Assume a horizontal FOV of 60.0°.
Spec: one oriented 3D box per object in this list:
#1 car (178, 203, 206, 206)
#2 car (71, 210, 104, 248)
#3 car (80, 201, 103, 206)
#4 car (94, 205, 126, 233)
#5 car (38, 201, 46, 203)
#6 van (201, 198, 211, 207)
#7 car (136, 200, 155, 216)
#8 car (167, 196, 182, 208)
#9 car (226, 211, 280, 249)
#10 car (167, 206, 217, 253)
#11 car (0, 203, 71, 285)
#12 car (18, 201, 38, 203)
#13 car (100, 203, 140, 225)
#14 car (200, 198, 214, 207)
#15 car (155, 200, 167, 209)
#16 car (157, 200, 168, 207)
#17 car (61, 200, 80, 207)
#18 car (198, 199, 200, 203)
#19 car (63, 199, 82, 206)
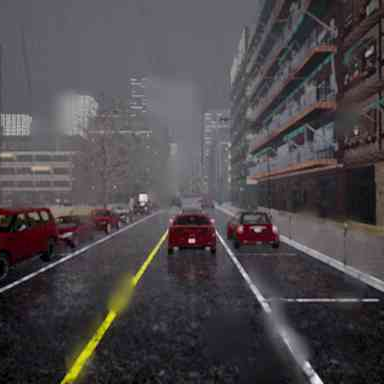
[{"bbox_3d":[-0.001,1.891,29.099,1.895,1.301,4.718,0,-1,0],"label":"car"},{"bbox_3d":[-5.698,1.735,15.443,1.802,1.307,4.206,0,-1,0],"label":"car"},{"bbox_3d":[-22.413,2.671,75.937,4.403,1.369,2.008,-1,1,0],"label":"car"},{"bbox_3d":[-5.699,1.754,20.970,1.887,1.381,4.507,0,-1,0],"label":"car"},{"bbox_3d":[-39.184,2.971,84.400,4.206,1.307,1.802,-1,1,0],"label":"car"},{"bbox_3d":[2.674,2.009,65.191,1.690,1.788,3.998,0,-1,0],"label":"van"},{"bbox_3d":[-5.702,1.817,37.553,1.967,1.590,4.097,0,-1,0],"label":"car"},{"bbox_3d":[-3.066,1.821,60.260,2.150,2.045,5.566,0,0,1],"label":"car"},{"bbox_3d":[2.681,1.594,15.445,1.967,1.590,4.097,0,-1,0],"label":"car"},{"bbox_3d":[0.005,1.622,14.470,1.882,1.535,5.008,0,0,0],"label":"car"},{"bbox_3d":[-5.699,1.413,9.918,2.192,1.841,5.009,0,-1,0],"label":"car"},{"bbox_3d":[-38.412,2.898,75.862,4.507,1.381,1.887,-1,1,0],"label":"car"},{"bbox_3d":[-5.700,1.815,26.497,2.008,1.369,4.403,0,-1,0],"label":"car"},{"bbox_3d":[2.677,2.095,54.134,1.887,1.381,4.507,0,-1,0],"label":"car"},{"bbox_3d":[-5.705,1.990,54.135,1.967,1.590,4.097,0,-1,0],"label":"car"},{"bbox_3d":[-5.705,2.249,65.189,1.802,1.307,4.206,0,-1,0],"label":"car"},{"bbox_3d":[-27.982,2.752,75.895,4.403,1.369,2.008,-1,1,0],"label":"car"},{"bbox_3d":[2.674,1.924,59.664,2.192,1.841,5.009,0,-1,0],"label":"car"},{"bbox_3d":[-30.283,2.700,84.516,4.097,1.590,1.967,-1,1,0],"label":"car"}]
